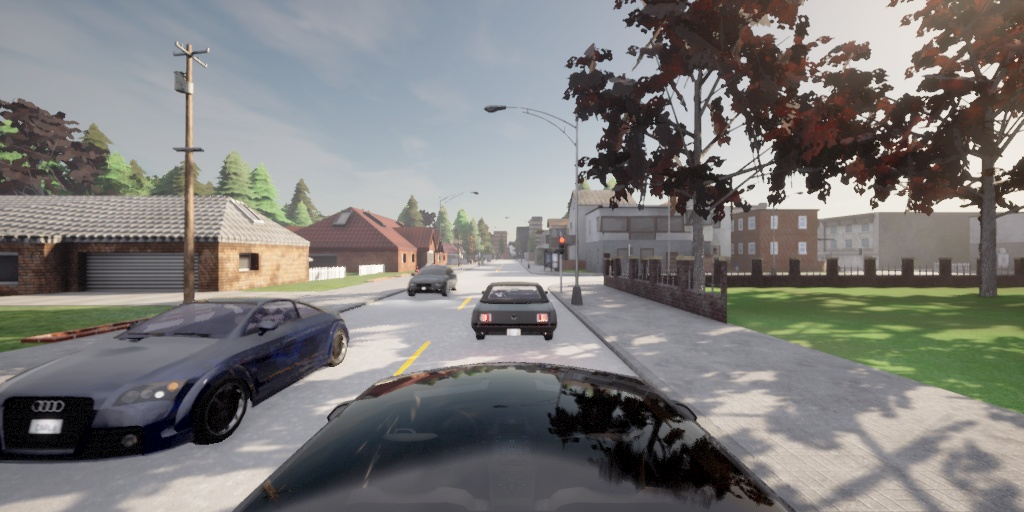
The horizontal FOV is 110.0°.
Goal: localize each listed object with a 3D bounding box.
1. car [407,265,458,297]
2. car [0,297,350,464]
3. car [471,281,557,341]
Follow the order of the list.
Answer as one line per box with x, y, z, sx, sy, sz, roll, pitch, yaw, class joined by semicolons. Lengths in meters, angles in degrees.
-4.019;1.253;18.779;1.837;1.490;4.892;0;0;0;car
-4.092;1.313;5.145;1.994;1.385;4.181;0;0;0;car
0.078;1.350;9.905;1.895;1.301;4.718;0;0;1;car
